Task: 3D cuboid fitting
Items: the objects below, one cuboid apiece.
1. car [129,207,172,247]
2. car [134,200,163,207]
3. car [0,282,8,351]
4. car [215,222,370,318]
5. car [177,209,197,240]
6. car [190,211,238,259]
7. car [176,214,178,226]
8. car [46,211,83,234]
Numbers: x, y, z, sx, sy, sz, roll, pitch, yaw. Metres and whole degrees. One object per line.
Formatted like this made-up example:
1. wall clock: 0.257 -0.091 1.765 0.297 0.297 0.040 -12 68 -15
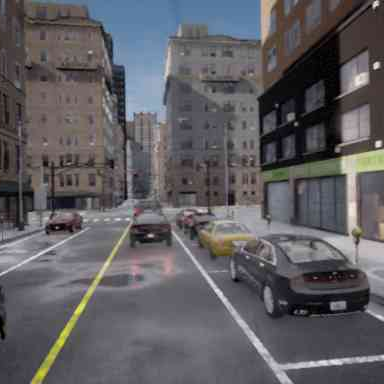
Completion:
1. car: -2.047 1.728 16.509 1.882 1.535 5.008 -1 -1 -7
2. car: -3.452 1.625 26.547 2.150 2.045 5.566 -1 -1 -8
3. car: -3.253 1.597 2.703 2.128 1.511 4.902 -1 -1 -8
4. car: 2.025 1.603 7.449 2.008 1.369 4.403 -2 -1 -8
5. car: 0.533 1.787 18.519 1.947 1.339 4.313 -2 -1 -8
6. car: 1.255 1.665 13.153 1.752 1.417 4.829 -2 -1 -8
7. car: -0.214 1.887 24.054 1.802 1.307 4.206 -2 -1 -8
8. car: -8.681 2.014 22.907 1.887 1.381 4.507 -2 -1 -8
